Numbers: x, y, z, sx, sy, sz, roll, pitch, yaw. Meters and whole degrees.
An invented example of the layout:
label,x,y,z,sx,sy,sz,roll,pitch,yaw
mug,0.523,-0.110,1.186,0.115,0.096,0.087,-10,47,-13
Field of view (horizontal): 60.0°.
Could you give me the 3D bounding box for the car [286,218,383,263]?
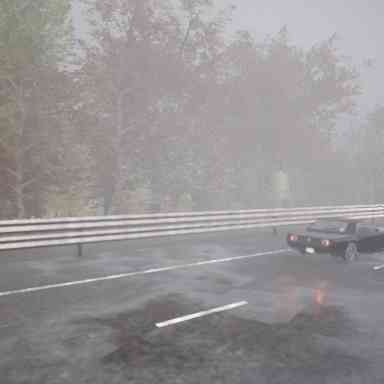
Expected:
label,x,y,z,sx,sy,sz,roll,pitch,yaw
car,5.679,1.609,12.076,4.718,1.301,1.895,0,0,-34
